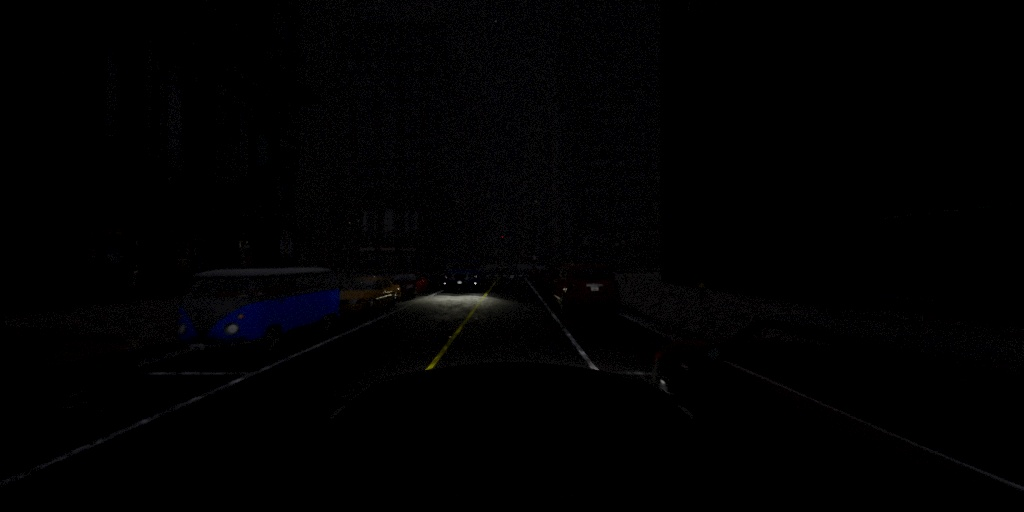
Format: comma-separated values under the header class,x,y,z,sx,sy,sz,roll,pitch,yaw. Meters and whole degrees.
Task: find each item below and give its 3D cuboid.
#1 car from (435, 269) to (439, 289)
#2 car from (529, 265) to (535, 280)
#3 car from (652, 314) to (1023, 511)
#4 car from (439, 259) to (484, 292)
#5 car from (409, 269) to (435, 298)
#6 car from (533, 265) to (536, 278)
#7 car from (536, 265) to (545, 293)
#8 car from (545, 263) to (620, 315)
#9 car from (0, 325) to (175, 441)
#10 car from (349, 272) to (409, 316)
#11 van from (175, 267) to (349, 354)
class,x,y,z,sx,sy,sz,roll,pitch,yaw
car,-5.764,1.598,25.573,1.948,1.339,4.313,0,0,0
car,2.760,1.609,36.847,1.967,1.591,4.097,0,0,0
car,2.763,1.205,3.033,1.967,1.591,4.097,0,0,0
car,-3.099,1.234,24.004,2.150,2.045,5.566,0,-1,0
car,-5.764,1.546,19.937,1.802,1.307,4.207,0,0,0
car,2.761,1.597,25.576,1.948,1.339,4.313,0,0,0
car,2.761,1.278,19.940,2.192,1.841,5.009,0,0,0
car,2.762,1.211,14.304,2.192,1.841,5.009,0,0,0
car,-5.762,1.348,3.028,1.802,1.307,4.207,0,0,0
car,-5.763,1.423,14.130,1.751,1.417,4.829,0,0,0
van,-5.763,1.172,8.664,1.690,1.789,3.998,0,0,0
